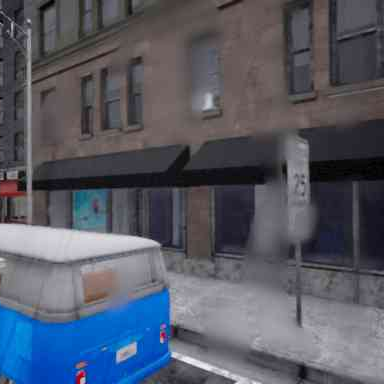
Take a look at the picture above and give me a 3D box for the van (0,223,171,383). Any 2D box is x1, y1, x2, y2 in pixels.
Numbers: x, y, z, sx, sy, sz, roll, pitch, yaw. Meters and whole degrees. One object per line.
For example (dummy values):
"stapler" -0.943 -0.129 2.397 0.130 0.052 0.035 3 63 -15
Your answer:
"van" -2.149 1.380 4.433 3.998 1.788 1.690 0 -1 36
